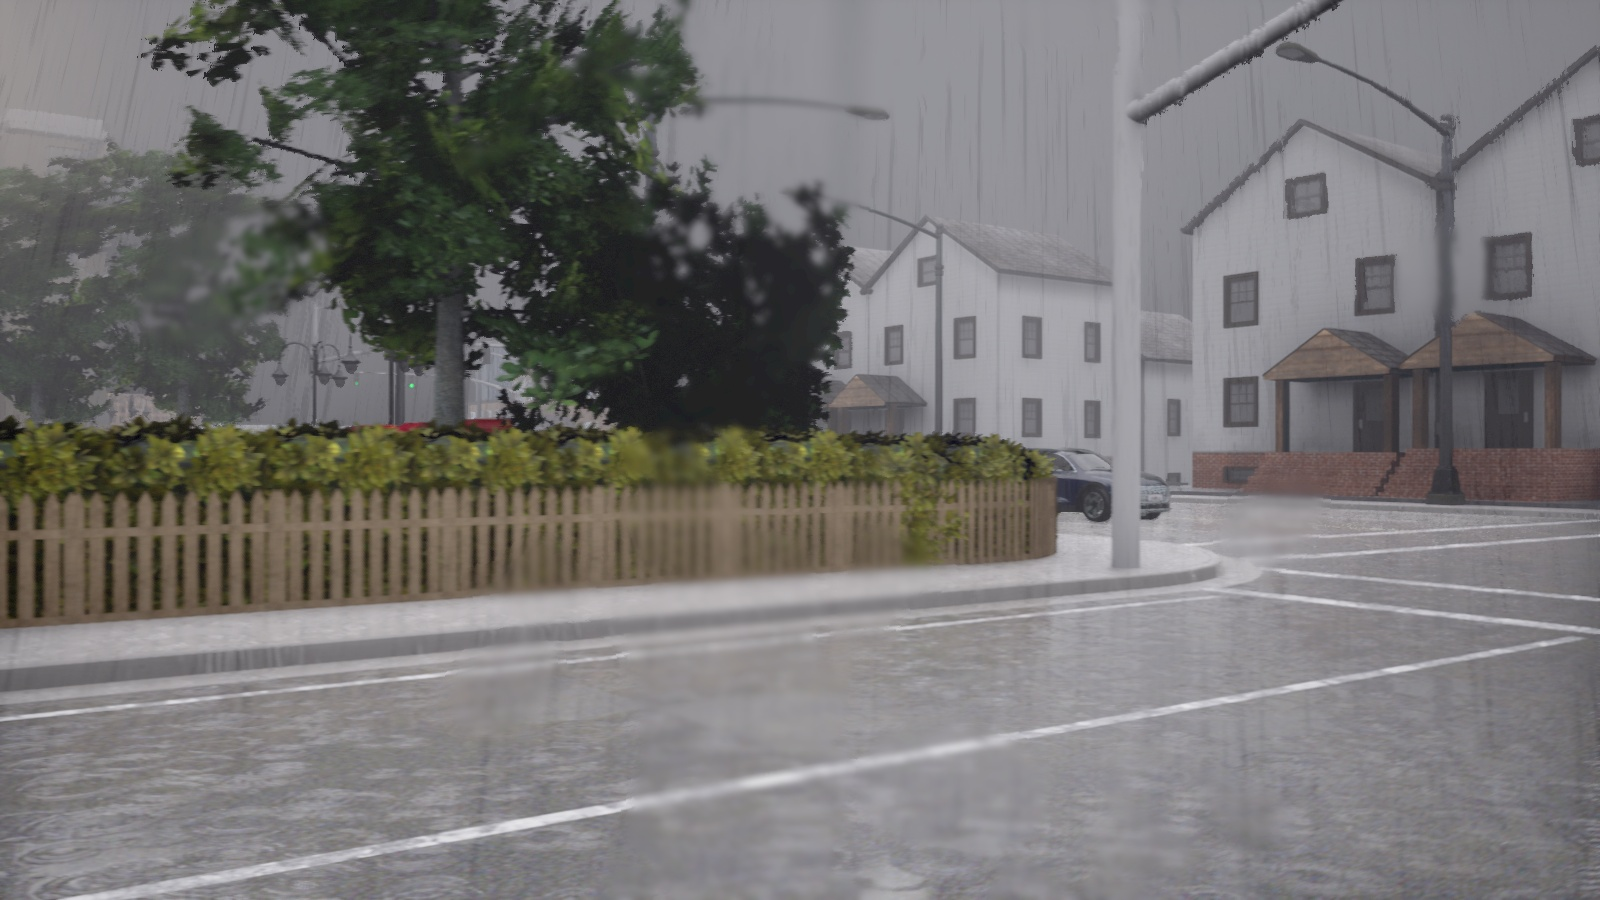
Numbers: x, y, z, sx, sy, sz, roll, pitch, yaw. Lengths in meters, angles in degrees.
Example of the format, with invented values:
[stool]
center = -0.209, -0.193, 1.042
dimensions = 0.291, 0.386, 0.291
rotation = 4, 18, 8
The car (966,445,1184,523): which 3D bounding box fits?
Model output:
[car]
center = 6.252, 0.733, 29.104
dimensions = 2.033, 1.649, 4.856
rotation = 0, 0, -35
